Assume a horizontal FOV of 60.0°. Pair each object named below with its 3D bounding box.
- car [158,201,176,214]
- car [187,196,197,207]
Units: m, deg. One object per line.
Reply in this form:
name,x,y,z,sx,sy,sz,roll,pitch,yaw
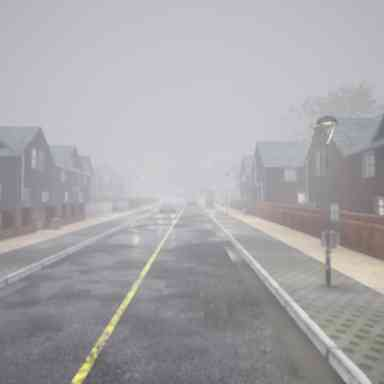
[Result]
car,-2.851,1.840,39.353,1.812,1.442,4.674,0,-1,0
car,-0.016,2.045,65.393,1.882,1.535,5.008,0,-1,0
